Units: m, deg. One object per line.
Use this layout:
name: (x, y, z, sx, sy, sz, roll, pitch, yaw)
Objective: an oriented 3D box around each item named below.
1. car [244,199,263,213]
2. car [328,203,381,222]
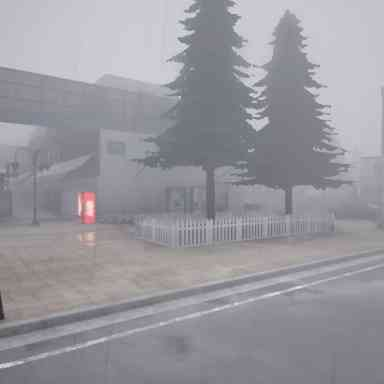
car: (5.632, 1.462, 36.610, 1.882, 1.535, 5.008, 0, 0, -34)
car: (13.127, 1.532, 25.472, 2.033, 1.411, 5.357, 0, 0, -34)
